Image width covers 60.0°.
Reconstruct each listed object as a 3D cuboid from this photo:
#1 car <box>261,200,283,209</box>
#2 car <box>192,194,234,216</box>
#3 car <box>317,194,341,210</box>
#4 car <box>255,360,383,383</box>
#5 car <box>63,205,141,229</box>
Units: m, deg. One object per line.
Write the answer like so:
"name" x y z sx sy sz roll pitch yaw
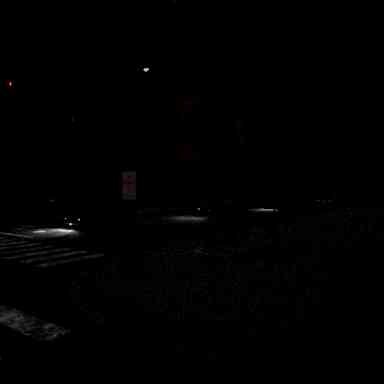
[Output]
"car" 11.170 1.647 46.287 1.994 1.385 4.181 0 0 36
"car" 2.223 1.267 33.741 2.150 2.045 5.566 0 0 35
"car" 18.729 1.322 45.454 2.150 2.045 5.566 0 0 35
"car" 2.143 1.551 1.314 4.403 1.369 2.008 0 0 36
"car" -5.836 1.568 22.358 2.033 1.411 5.357 0 0 35
